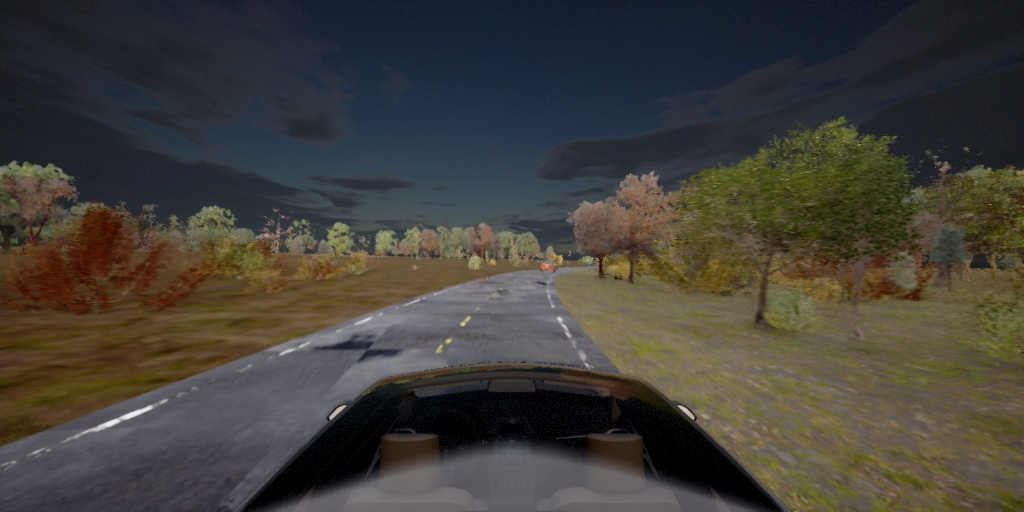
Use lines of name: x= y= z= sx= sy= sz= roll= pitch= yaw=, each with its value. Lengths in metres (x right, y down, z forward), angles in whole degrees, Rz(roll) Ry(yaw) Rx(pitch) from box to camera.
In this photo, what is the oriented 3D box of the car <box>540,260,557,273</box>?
car: x=5.443 y=1.394 z=52.902 sx=2.097 sy=1.767 sz=4.553 roll=1 pitch=0 yaw=12
